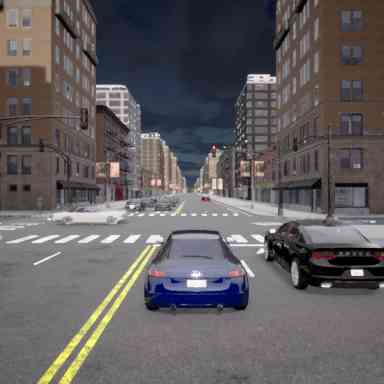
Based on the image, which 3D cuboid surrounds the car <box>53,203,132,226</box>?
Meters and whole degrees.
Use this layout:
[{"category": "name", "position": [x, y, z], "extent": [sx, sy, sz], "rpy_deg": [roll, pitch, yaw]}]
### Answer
[{"category": "car", "position": [-6.823, 1.596, 22.793], "extent": [4.718, 1.301, 1.895], "rpy_deg": [0, 0, -1]}]

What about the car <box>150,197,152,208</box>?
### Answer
[{"category": "car", "position": [-6.655, 1.496, 48.469], "extent": [1.837, 1.490, 4.892], "rpy_deg": [0, 0, 0]}]

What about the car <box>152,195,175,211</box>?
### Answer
[{"category": "car", "position": [-3.396, 1.499, 40.476], "extent": [1.837, 1.490, 4.892], "rpy_deg": [0, 0, 0]}]

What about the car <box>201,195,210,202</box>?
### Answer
[{"category": "car", "position": [3.156, 1.456, 78.104], "extent": [1.882, 1.535, 5.008], "rpy_deg": [0, 0, 0]}]

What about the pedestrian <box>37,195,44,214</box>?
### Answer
[{"category": "pedestrian", "position": [-14.180, 1.166, 31.106], "extent": [0.375, 1.860, 0.375], "rpy_deg": [0, 0, 0]}]

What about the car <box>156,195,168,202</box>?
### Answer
[{"category": "car", "position": [-6.589, 1.432, 73.044], "extent": [2.128, 1.511, 4.902], "rpy_deg": [0, 0, 0]}]

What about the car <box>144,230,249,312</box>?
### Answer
[{"category": "car", "position": [0.079, 1.563, 7.800], "extent": [1.994, 1.385, 4.181], "rpy_deg": [0, 0, 0]}]

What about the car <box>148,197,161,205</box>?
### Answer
[{"category": "car", "position": [-6.646, 1.587, 59.298], "extent": [1.895, 1.301, 4.718], "rpy_deg": [0, 0, 0]}]

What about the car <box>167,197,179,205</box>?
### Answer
[{"category": "car", "position": [-3.395, 1.549, 59.787], "extent": [1.994, 1.385, 4.181], "rpy_deg": [0, 0, 0]}]

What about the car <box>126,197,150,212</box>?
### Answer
[{"category": "car", "position": [-6.644, 1.486, 39.223], "extent": [2.128, 1.511, 4.902], "rpy_deg": [0, 0, 0]}]

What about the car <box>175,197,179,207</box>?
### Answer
[{"category": "car", "position": [-3.402, 1.495, 49.785], "extent": [1.837, 1.490, 4.892], "rpy_deg": [0, 0, 0]}]

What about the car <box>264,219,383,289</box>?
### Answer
[{"category": "car", "position": [3.327, 1.477, 9.179], "extent": [1.882, 1.535, 5.008], "rpy_deg": [0, 0, 0]}]
